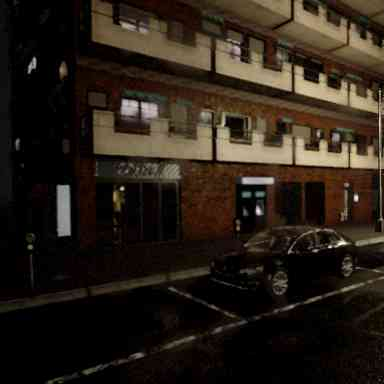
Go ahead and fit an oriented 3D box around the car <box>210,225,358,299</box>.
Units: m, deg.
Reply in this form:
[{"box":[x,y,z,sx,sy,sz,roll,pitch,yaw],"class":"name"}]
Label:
[{"box":[2.439,1.543,8.340,4.403,1.369,2.008,0,-1,-36],"class":"car"}]
